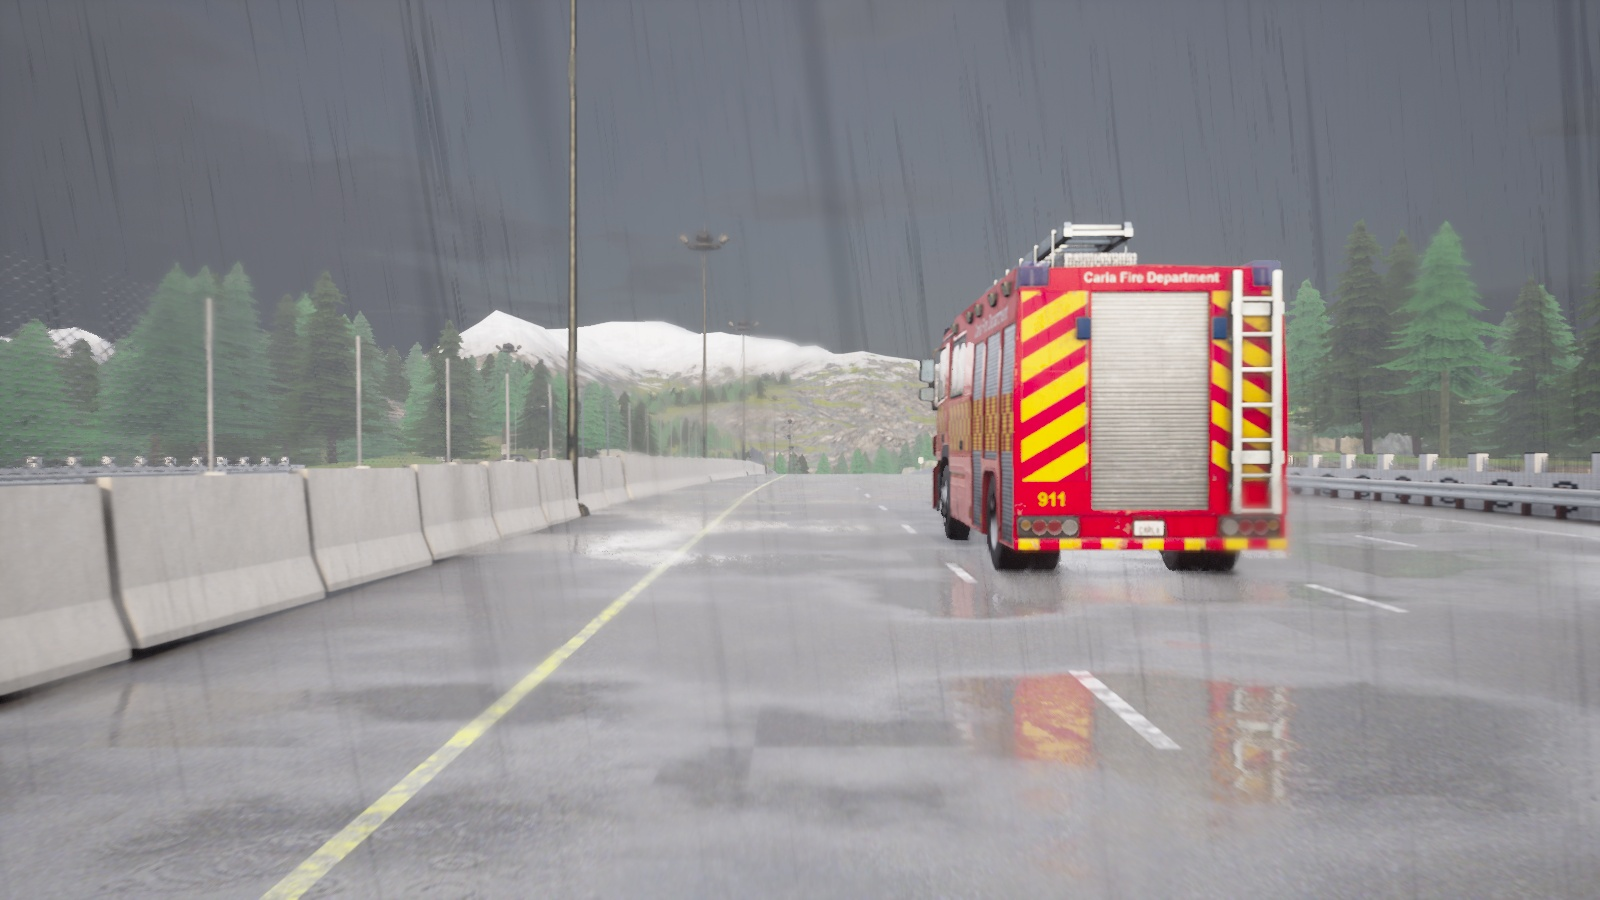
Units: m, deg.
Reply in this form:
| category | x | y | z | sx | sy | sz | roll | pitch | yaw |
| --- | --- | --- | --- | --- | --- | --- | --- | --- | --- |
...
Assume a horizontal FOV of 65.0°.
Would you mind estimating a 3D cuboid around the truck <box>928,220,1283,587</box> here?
| category | x | y | z | sx | sy | sz | roll | pitch | yaw |
| --- | --- | --- | --- | --- | --- | --- | --- | --- | --- |
| truck | 3.616 | -0.510 | 17.342 | 2.891 | 3.827 | 8.468 | 0 | 0 | 0 |

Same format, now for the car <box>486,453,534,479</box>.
| category | x | y | z | sx | sy | sz | roll | pitch | yaw |
| --- | --- | --- | --- | --- | --- | --- | --- | --- | --- |
| car | -17.062 | 0.938 | 74.072 | 1.816 | 1.474 | 4.193 | 0 | -1 | 0 |
